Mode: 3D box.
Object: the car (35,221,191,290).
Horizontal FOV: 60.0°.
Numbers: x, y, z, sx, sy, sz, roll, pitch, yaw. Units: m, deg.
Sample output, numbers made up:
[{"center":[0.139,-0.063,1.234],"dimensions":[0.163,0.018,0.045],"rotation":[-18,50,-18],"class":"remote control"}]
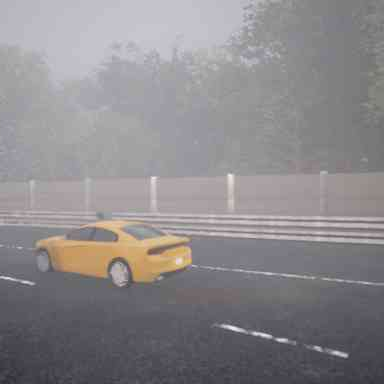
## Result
[{"center":[-2.397,1.555,9.372],"dimensions":[5.008,1.535,1.882],"rotation":[-1,0,33],"class":"car"}]
